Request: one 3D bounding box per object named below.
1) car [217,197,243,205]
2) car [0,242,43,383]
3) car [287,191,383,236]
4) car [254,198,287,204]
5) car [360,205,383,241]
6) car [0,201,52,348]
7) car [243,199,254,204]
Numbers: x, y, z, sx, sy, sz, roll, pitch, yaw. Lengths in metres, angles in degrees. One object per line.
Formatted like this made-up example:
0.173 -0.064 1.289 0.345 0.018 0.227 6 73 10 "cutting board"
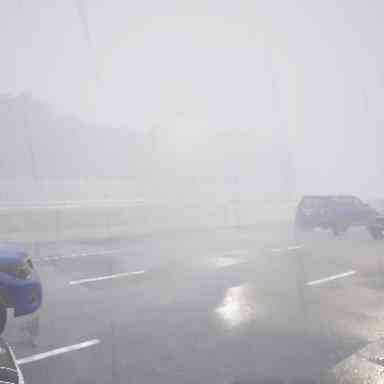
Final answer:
5.246 1.378 41.976 4.674 1.442 1.812 0 0 -35 "car"
-3.245 1.352 1.553 4.553 1.767 2.097 0 0 -36 "car"
7.943 1.144 17.986 5.566 2.045 2.150 0 0 -35 "car"
8.318 1.439 31.319 4.181 1.385 1.994 0 0 -35 "car"
9.958 1.428 15.123 4.892 1.490 1.837 0 0 -35 "car"
-5.071 1.220 4.427 5.566 2.045 2.150 0 0 -36 "car"
9.113 1.387 40.390 5.357 1.411 2.033 0 0 -35 "car"
